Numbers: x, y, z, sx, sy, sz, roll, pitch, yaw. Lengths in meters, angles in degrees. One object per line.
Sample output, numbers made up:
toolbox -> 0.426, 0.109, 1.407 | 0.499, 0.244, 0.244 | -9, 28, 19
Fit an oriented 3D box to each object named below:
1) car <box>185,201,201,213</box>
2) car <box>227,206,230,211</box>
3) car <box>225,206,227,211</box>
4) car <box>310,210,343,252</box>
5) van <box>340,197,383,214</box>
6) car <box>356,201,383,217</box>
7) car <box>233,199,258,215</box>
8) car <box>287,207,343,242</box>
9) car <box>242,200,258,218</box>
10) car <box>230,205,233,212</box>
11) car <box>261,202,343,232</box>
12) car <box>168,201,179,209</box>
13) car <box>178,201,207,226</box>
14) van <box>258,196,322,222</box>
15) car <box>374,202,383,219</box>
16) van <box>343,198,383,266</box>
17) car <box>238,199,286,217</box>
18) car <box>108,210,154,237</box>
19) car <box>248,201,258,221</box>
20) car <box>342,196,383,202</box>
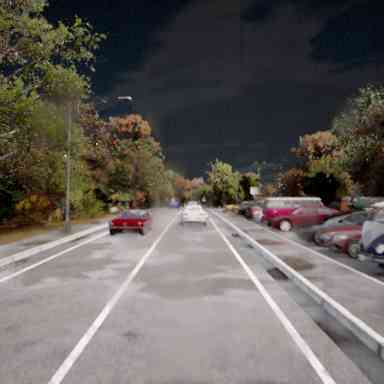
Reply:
car -> 0.124, 1.883, 42.838 | 1.882, 1.535, 5.008 | 0, -1, 0
car -> 7.111, 1.807, 39.814 | 4.892, 1.521, 2.231 | 0, -1, 0
car -> 6.924, 1.854, 42.583 | 5.366, 1.575, 1.946 | 0, -1, 0
car -> 7.073, 1.539, 12.062 | 4.674, 1.452, 2.002 | 0, -1, 0
van -> 20.303, 1.578, 39.698 | 4.442, 1.987, 1.878 | 0, -1, 0
car -> 19.993, 1.720, 34.036 | 5.366, 1.575, 1.946 | 0, -1, 0
car -> 7.067, 1.445, 31.497 | 5.566, 2.045, 2.435 | 0, -1, 0
car -> 7.044, 1.557, 14.839 | 4.792, 1.488, 2.163 | 0, -1, 0
car -> 7.121, 1.697, 28.718 | 4.792, 1.488, 2.163 | 0, -1, 0
car -> 7.108, 1.762, 37.042 | 5.008, 1.535, 2.097 | 0, -1, 0
car -> 7.087, 1.583, 20.390 | 5.008, 1.535, 2.097 | 0, -1, 0
car -> -3.250, 2.381, 60.479 | 1.882, 1.535, 5.008 | 0, -2, 1
car -> 0.111, 1.665, 24.677 | 1.812, 1.442, 4.674 | 0, 0, 0
van -> 7.201, 1.386, 23.169 | 4.442, 1.987, 1.878 | 0, -1, 0
car -> 20.168, 1.695, 31.268 | 4.892, 1.521, 2.231 | 0, -1, 0
van -> 6.951, 1.245, 9.288 | 4.442, 1.987, 1.878 | 0, -1, 0
car -> 7.130, 1.601, 34.267 | 4.553, 1.767, 2.185 | 0, -1, 0
car -> -3.343, 1.685, 18.890 | 1.895, 1.301, 4.718 | 0, -1, 0
car -> 7.091, 1.680, 25.942 | 4.674, 1.452, 2.002 | 0, -1, 0
car -> 20.209, 1.506, 36.807 | 5.566, 2.045, 2.435 | 0, -1, 0
